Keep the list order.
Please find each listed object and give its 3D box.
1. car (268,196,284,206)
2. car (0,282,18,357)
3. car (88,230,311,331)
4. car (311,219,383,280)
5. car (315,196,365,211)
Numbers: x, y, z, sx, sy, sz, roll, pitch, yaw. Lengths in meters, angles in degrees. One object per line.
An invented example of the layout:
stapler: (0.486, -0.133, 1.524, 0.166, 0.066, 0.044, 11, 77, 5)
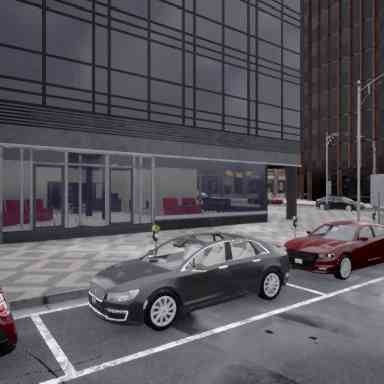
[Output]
car: (9.244, 1.065, 41.870, 1.895, 1.301, 4.718, 0, 1, -36)
car: (-4.284, 1.440, 3.593, 4.097, 1.590, 1.967, 0, 0, -36)
car: (0.155, 1.551, 6.767, 4.403, 1.369, 2.008, 0, 0, -36)
car: (4.594, 1.545, 9.940, 4.507, 1.381, 1.887, 0, 0, -36)
car: (15.011, 1.161, 33.833, 1.837, 1.490, 4.892, 0, 1, -36)
